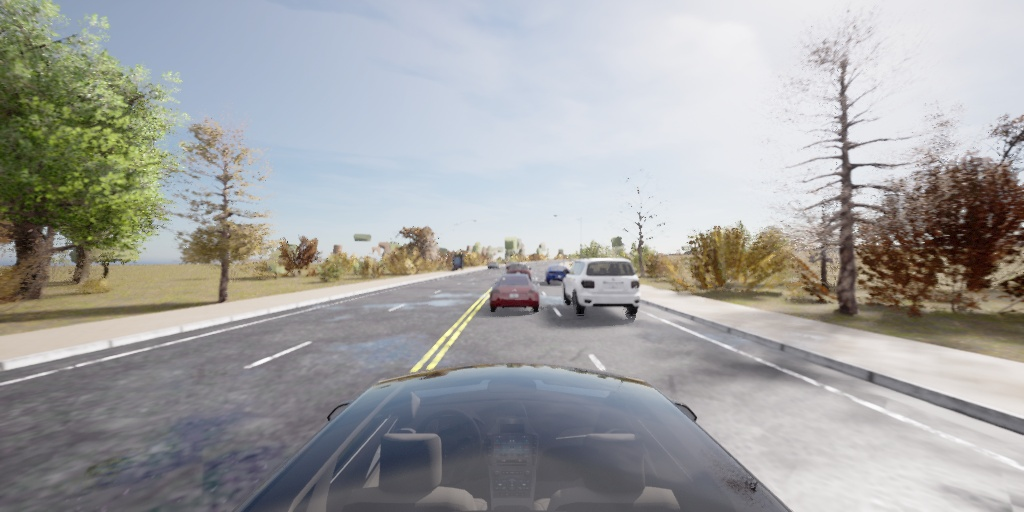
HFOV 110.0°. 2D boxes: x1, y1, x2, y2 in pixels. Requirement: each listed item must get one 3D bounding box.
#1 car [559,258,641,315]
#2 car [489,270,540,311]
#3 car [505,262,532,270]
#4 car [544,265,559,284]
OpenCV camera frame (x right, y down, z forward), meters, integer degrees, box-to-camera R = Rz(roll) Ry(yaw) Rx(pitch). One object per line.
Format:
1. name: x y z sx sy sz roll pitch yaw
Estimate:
1. car: 3.360 1.106 14.342 2.150 2.045 5.566 0 0 1
2. car: 0.140 1.457 15.312 1.994 1.385 4.181 0 0 2
3. car: 0.578 1.385 30.189 2.097 1.767 4.553 0 -1 3
4. car: 3.866 1.515 30.871 1.882 1.535 5.008 0 0 3
